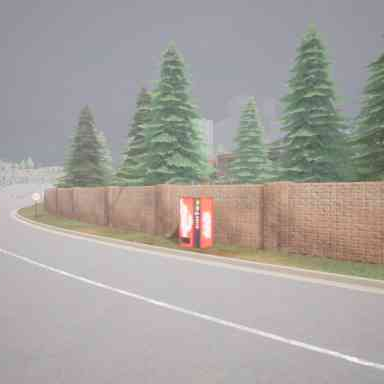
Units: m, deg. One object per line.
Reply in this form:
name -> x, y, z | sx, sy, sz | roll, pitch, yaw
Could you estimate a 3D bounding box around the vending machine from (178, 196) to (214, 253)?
vending machine -> 0.165, 1.195, 13.029 | 0.880, 2.100, 1.100 | 0, 0, 42
